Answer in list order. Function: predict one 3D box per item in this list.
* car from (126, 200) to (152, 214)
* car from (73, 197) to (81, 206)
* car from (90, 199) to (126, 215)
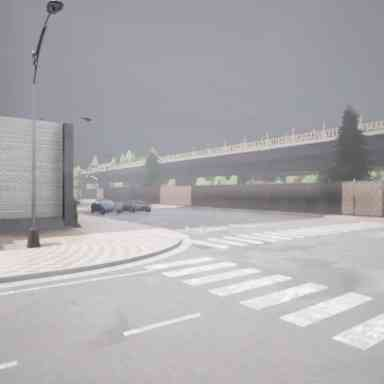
[{"bbox_3d":[-5.946,1.507,35.132,1.994,1.385,4.181,0,0,-36],"label":"car"},{"bbox_3d":[-19.606,1.508,54.340,1.994,1.385,4.181,0,0,-35],"label":"car"},{"bbox_3d":[-8.567,1.469,32.810,1.812,1.442,4.674,0,0,-36],"label":"car"}]
